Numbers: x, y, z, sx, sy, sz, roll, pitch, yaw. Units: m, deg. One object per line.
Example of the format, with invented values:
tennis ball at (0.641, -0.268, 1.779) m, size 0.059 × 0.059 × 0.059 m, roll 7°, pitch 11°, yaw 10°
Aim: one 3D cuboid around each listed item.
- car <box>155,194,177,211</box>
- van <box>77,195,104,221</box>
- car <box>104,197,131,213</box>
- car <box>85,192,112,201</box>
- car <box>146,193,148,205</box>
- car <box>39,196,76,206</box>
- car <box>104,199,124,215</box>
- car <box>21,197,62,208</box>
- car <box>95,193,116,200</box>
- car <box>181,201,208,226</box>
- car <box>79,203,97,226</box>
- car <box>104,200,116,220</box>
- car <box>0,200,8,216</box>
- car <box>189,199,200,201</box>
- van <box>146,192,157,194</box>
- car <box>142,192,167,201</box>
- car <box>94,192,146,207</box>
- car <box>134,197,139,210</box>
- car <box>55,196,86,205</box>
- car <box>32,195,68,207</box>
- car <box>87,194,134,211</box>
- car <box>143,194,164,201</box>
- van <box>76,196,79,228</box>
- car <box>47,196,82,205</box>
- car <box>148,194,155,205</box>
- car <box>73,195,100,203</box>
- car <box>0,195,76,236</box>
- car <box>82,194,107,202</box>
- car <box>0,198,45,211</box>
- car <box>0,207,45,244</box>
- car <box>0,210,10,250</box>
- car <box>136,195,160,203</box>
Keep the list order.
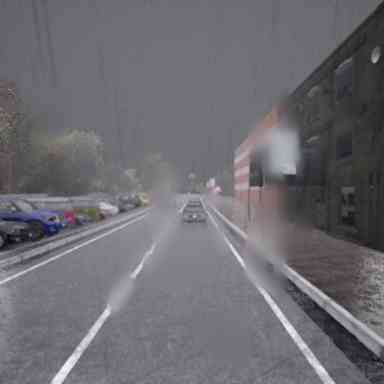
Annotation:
car at (-3.089, 1.431, 42.184) m, size 2.097 × 1.767 × 4.553 m, roll 0°, pitch 0°, yaw 1°
van at (-9.333, 1.416, 25.221) m, size 4.442 × 1.987 × 1.878 m, roll 0°, pitch 0°, yaw 0°
car at (-9.149, 1.607, 33.837) m, size 5.008 × 1.535 × 2.097 m, roll 0°, pitch 0°, yaw 0°
car at (-21.392, 1.021, 76.099) m, size 5.566 × 2.045 × 2.435 m, roll 0°, pitch 0°, yaw 0°
car at (-9.083, 1.371, 47.964) m, size 4.553 × 1.767 × 2.185 m, roll 0°, pitch 0°, yaw 0°
car at (-21.575, 1.453, 53.512) m, size 5.008 × 1.535 × 2.097 m, roll 0°, pitch 0°, yaw 0°
car at (-9.172, 1.669, 31.012) m, size 4.674 × 1.452 × 2.002 m, roll 0°, pitch 0°, yaw 0°
car at (-21.626, 1.497, 47.866) m, size 5.008 × 1.535 × 2.097 m, roll 0°, pitch 0°, yaw 0°
car at (-21.316, 1.086, 81.879) m, size 4.553 × 1.767 × 2.185 m, roll 0°, pitch 0°, yaw 0°
car at (0.198, 1.673, 24.347) m, size 2.033 × 1.411 × 5.357 m, roll 0°, pitch 0°, yaw 0°
car at (-9.239, 1.659, 22.513) m, size 4.674 × 1.452 × 2.002 m, roll 0°, pitch -1°, yaw 0°
car at (-9.198, 1.686, 28.178) m, size 4.674 × 1.452 × 2.002 m, roll 0°, pitch 0°, yaw 0°
car at (-21.757, 1.636, 33.875) m, size 4.792 × 1.488 × 2.163 m, roll 0°, pitch 1°, yaw 0°
car at (0.347, 1.568, 42.236) m, size 2.128 × 1.511 × 4.902 m, roll 0°, pitch 0°, yaw 1°
van at (-9.086, 1.183, 59.266) m, size 4.442 × 1.987 × 1.878 m, roll 0°, pitch 0°, yaw 0°
car at (-8.797, 0.994, 79.044) m, size 5.566 × 2.045 × 2.435 m, roll 0°, pitch 1°, yaw 0°
car at (-9.121, 1.290, 42.312) m, size 5.566 × 2.045 × 2.435 m, roll 0°, pitch 0°, yaw 0°
car at (-9.116, 1.603, 39.489) m, size 4.674 × 1.452 × 2.002 m, roll 0°, pitch 0°, yaw 0°
car at (-21.567, 1.438, 59.284) m, size 4.792 × 1.488 × 2.163 m, roll 0°, pitch 0°, yaw 0°
car at (-21.631, 1.350, 50.688) m, size 4.553 × 1.767 × 2.185 m, roll 0°, pitch 0°, yaw 0°
car at (-9.165, 1.459, 36.662) m, size 4.553 × 1.767 × 2.185 m, roll 0°, pitch 0°, yaw 0°
car at (-8.844, 1.311, 76.222) m, size 4.674 × 1.452 × 2.002 m, roll 0°, pitch 1°, yaw 0°
van at (-9.373, 1.365, 19.691) m, size 4.442 × 1.987 × 1.878 m, roll 0°, pitch -1°, yaw 0°
car at (-21.564, 1.431, 56.336) m, size 5.008 × 1.535 × 2.097 m, roll 0°, pitch 0°, yaw 0°
car at (-8.845, 1.472, 50.789) m, size 5.366 × 1.575 × 1.946 m, roll 0°, pitch 0°, yaw 0°
car at (-21.473, 1.344, 67.755) m, size 4.892 × 1.521 × 2.231 m, roll 0°, pitch 1°, yaw 0°
car at (-9.249, 1.311, 16.865) m, size 5.566 × 2.045 × 2.435 m, roll 0°, pitch -1°, yaw 0°
car at (-21.446, 1.297, 73.401) m, size 4.892 × 1.521 × 2.231 m, roll 0°, pitch 0°, yaw 0°
car at (-21.668, 1.541, 42.344) m, size 4.892 × 1.521 × 2.231 m, roll 0°, pitch 0°, yaw 0°
car at (-9.303, 1.535, 14.037) m, size 5.008 × 1.535 × 2.097 m, roll 0°, pitch -1°, yaw 0°
car at (-9.313, 1.507, 11.212) m, size 5.008 × 1.535 × 2.097 m, roll 0°, pitch -1°, yaw 0°
car at (-8.905, 1.383, 67.744) m, size 4.674 × 1.452 × 2.002 m, roll 0°, pitch 0°, yaw 0°
